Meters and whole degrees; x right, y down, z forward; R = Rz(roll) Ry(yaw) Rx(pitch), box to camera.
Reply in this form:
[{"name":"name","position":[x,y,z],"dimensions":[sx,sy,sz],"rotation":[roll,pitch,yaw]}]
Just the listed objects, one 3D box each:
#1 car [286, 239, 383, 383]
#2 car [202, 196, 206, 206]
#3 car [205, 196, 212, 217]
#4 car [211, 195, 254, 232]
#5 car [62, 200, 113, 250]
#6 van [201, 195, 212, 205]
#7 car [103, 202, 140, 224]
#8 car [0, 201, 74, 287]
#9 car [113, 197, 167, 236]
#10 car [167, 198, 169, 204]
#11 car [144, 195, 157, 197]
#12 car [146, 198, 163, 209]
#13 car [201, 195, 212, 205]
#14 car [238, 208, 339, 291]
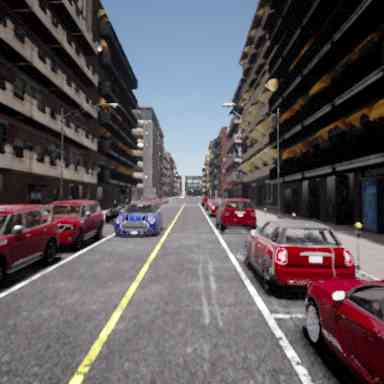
[{"name":"car","position":[2.583,1.543,3.373],"dimensions":[1.887,1.381,4.507],"rotation":[1,0,0]},{"name":"car","position":[2.544,1.593,42.093],"dimensions":[1.802,1.307,4.206],"rotation":[1,0,0]},{"name":"car","position":[2.548,1.439,31.030],"dimensions":[1.967,1.590,4.097],"rotation":[1,0,0]},{"name":"car","position":[2.552,1.308,19.967],"dimensions":[2.192,1.841,5.009],"rotation":[1,0,0]},{"name":"car","position":[-5.293,1.309,14.494],"dimensions":[2.192,1.841,5.009],"rotation":[1,0,0]},{"name":"van","position":[2.546,1.387,58.687],"dimensions":[1.690,1.788,3.998],"rotation":[1,0,0]},{"name":"car","position":[-5.300,1.561,25.557],"dimensions":[1.947,1.339,4.313],"rotation":[1,0,0]},{"name":"car","position":[-5.292,1.310,8.964],"dimensions":[2.192,1.841,5.009],"rotation":[1,0,0]},{"name":"car","position":[-2.752,1.344,18.116],"dimensions":[2.097,1.767,4.553],"rotation":[0,0,0]},{"name":"car","position":[-5.306,1.642,64.272],"dimensions":[1.802,1.307,4.206],"rotation":[1,0,0]},{"name":"car","position":[-5.297,1.326,42.147],"dimensions":[2.192,1.841,5.009],"rotation":[1,0,0]},{"name":"car","position":[-5.303,1.565,47.678],"dimensions":[1.887,1.381,4.507],"rotation":[1,0,0]},{"name":"car","position":[2.548,1.347,53.156],"dimensions":[2.192,1.841,5.009],"rotation":[1,0,0]},{"name":"car","position":[2.593,1.436,8.905],"dimensions":[1.967,1.590,4.097],"rotation":[1,0,0]}]
